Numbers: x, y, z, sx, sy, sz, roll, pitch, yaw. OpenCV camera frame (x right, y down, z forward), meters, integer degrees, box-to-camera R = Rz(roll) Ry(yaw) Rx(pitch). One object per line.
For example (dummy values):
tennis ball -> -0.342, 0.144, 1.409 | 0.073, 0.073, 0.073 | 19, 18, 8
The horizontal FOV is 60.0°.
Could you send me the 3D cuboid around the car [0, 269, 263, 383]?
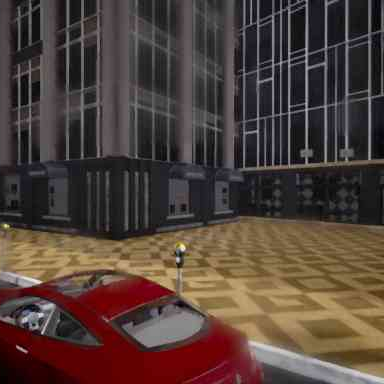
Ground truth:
car -> -1.290, 1.580, 3.793 | 4.206, 1.307, 1.802 | 0, 0, 35
